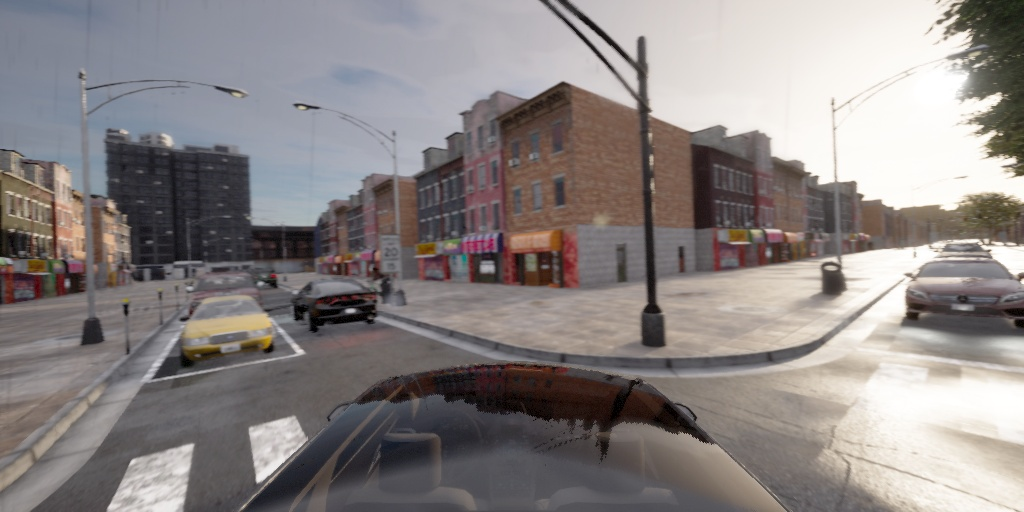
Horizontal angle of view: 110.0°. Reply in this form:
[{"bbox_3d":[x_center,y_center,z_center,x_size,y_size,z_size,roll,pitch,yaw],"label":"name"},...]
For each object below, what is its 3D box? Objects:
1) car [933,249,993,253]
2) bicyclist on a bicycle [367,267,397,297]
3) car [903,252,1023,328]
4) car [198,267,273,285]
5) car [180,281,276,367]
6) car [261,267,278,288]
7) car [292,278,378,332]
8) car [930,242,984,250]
[{"bbox_3d":[18.782,0.565,14.963,4.718,1.301,1.895,-2,0,-39],"label":"car"},{"bbox_3d":[-6.316,1.353,17.040,1.656,1.620,0.582,-3,0,-39],"label":"bicyclist on a bicycle"},{"bbox_3d":[11.679,0.786,9.305,4.674,1.442,1.812,-2,0,-38],"label":"car"},{"bbox_3d":[-10.631,1.544,13.450,2.192,1.841,5.009,0,0,-39],"label":"car"},{"bbox_3d":[-7.118,1.599,9.064,1.751,1.417,4.829,0,0,-39],"label":"car"},{"bbox_3d":[-24.206,2.080,34.726,2.150,2.045,5.566,-2,0,-39],"label":"car"},{"bbox_3d":[-6.247,1.516,12.358,1.882,1.535,5.008,-2,0,-39],"label":"car"},{"bbox_3d":[26.663,-0.012,21.220,4.553,1.767,2.097,-2,0,-38],"label":"car"}]
